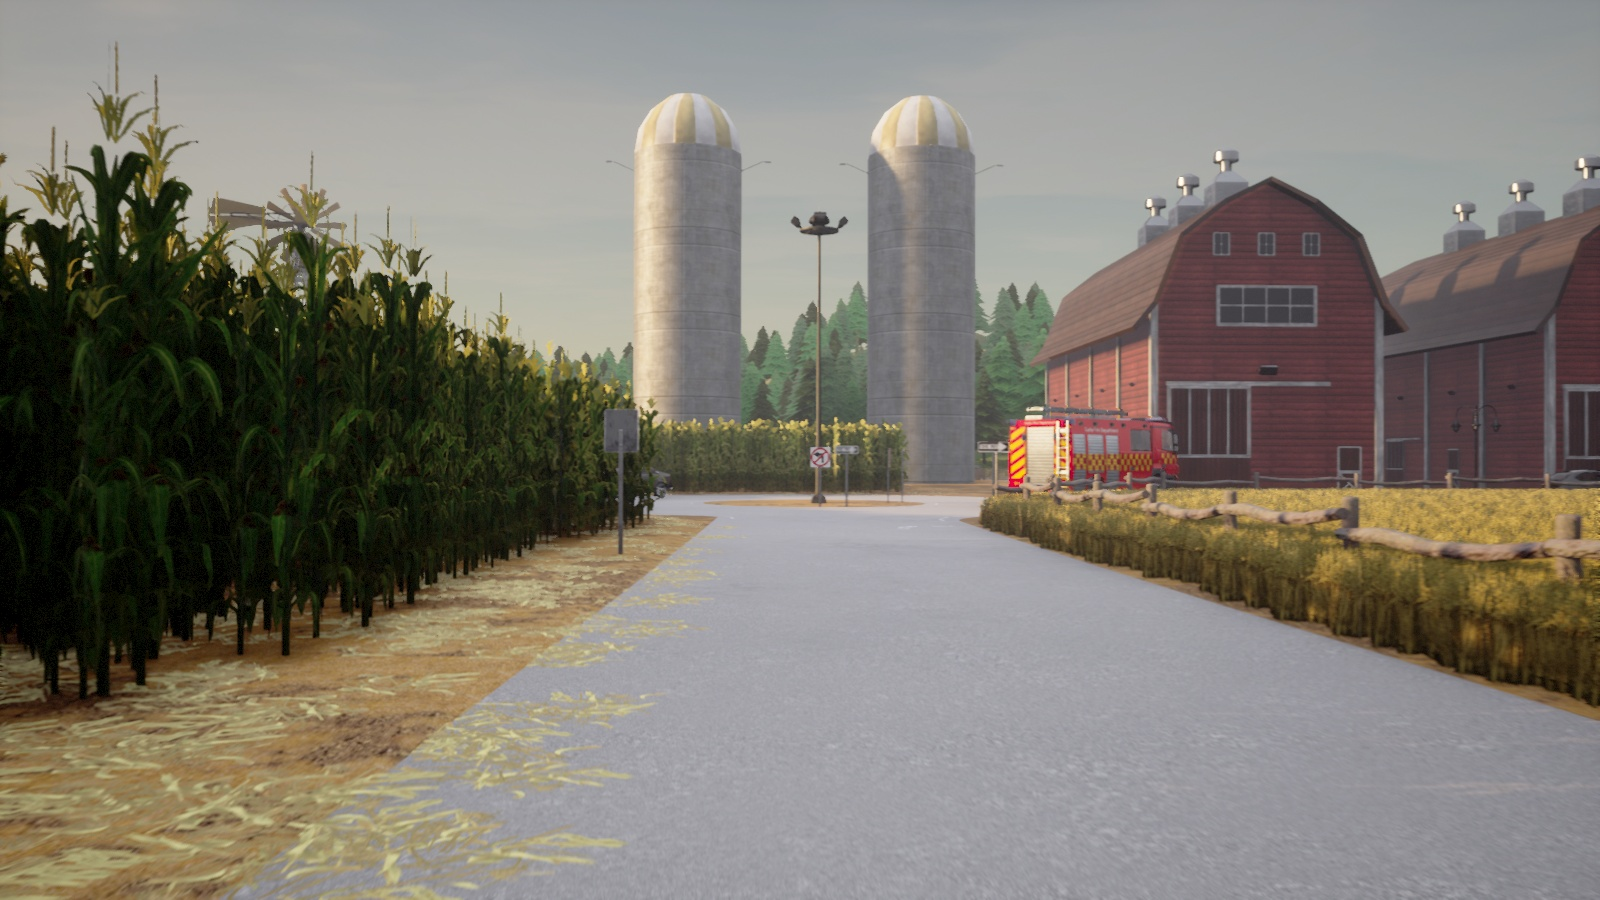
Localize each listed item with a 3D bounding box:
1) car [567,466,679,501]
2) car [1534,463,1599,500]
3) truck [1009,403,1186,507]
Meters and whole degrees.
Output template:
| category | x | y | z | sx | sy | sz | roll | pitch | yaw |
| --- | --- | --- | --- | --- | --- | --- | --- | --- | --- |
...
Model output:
| category | x | y | z | sx | sy | sz | roll | pitch | yaw |
| --- | --- | --- | --- | --- | --- | --- | --- | --- | --- |
| car | -7.992 | 1.479 | 57.024 | 2.128 | 1.511 | 4.902 | -1 | -1 | 39 |
| car | 33.415 | 1.308 | 52.741 | 4.193 | 1.474 | 1.816 | 0 | 0 | -4 |
| truck | 12.020 | 0.209 | 50.152 | 2.891 | 3.827 | 8.468 | -1 | -1 | 44 |
